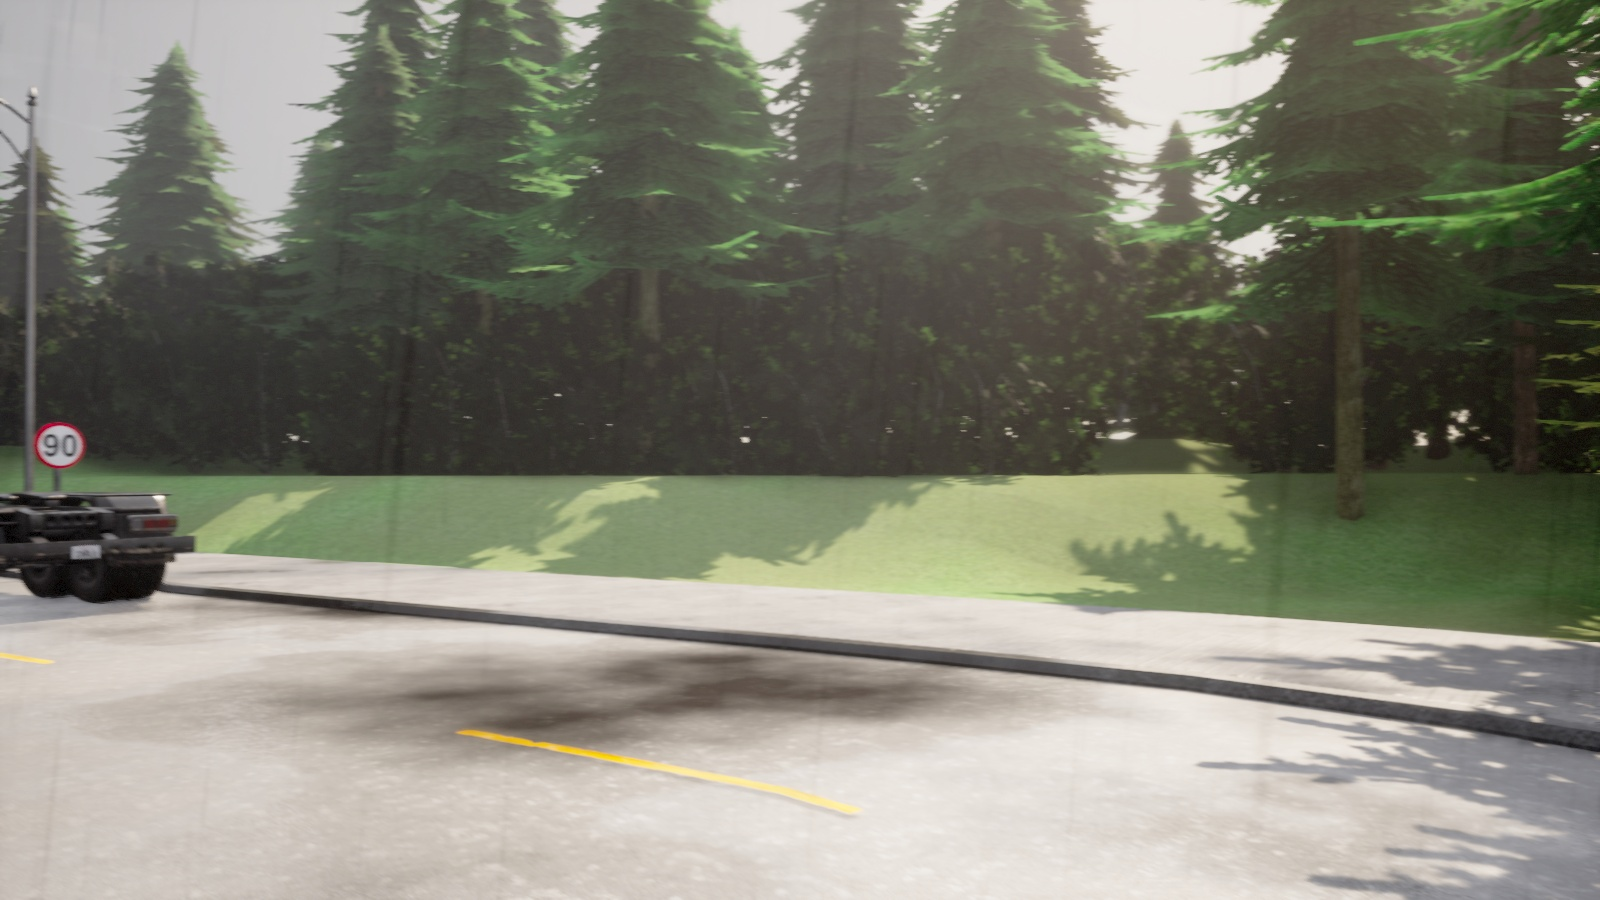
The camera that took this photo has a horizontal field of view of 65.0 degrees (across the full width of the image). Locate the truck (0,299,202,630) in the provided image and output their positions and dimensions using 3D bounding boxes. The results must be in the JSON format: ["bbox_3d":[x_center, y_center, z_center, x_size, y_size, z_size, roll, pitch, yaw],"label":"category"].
[{"bbox_3d":[-11.257,0.225,15.938,7.936,3.462,2.891,-1,-1,33],"label":"truck"}]
